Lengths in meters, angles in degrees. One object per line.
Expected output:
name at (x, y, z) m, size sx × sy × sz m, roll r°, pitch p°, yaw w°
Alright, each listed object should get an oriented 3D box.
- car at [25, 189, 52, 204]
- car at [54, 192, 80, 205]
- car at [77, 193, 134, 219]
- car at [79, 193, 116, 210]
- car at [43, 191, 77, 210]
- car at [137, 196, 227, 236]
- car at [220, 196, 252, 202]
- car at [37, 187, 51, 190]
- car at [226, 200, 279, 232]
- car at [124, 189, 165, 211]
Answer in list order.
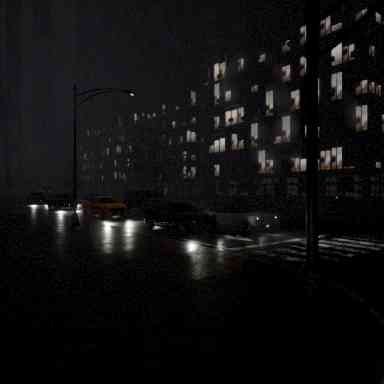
car at (-19.193, 0.707, 40.968) m, size 1.837 × 1.490 × 4.892 m, roll 0°, pitch 1°, yaw -37°
car at (-15.837, 0.749, 41.938) m, size 1.812 × 1.442 × 4.674 m, roll 0°, pitch 1°, yaw -38°
car at (-6.551, 1.058, 24.742) m, size 1.882 × 1.535 × 5.008 m, roll 0°, pitch 1°, yaw -38°
car at (-9.737, 0.883, 34.087) m, size 1.882 × 1.535 × 5.008 m, roll 0°, pitch 1°, yaw -38°
car at (-12.828, 0.898, 32.755) m, size 1.837 × 1.490 × 4.892 m, roll 0°, pitch 1°, yaw -38°
car at (-0.704, 1.231, 17.297) m, size 1.882 × 1.535 × 5.008 m, roll 0°, pitch 1°, yaw -37°
car at (3.325, 1.108, 28.221) m, size 1.882 × 1.535 × 5.008 m, roll 0°, pitch 1°, yaw -38°
car at (-28.548, -0.025, 63.726) m, size 2.150 × 2.045 × 5.566 m, roll 0°, pitch 1°, yaw -38°
car at (2.464, 1.368, 18.554) m, size 1.895 × 1.301 × 4.718 m, roll 0°, pitch 1°, yaw -39°
car at (-3.569, 0.810, 26.206) m, size 2.150 × 2.045 × 5.566 m, roll 0°, pitch 1°, yaw -38°
